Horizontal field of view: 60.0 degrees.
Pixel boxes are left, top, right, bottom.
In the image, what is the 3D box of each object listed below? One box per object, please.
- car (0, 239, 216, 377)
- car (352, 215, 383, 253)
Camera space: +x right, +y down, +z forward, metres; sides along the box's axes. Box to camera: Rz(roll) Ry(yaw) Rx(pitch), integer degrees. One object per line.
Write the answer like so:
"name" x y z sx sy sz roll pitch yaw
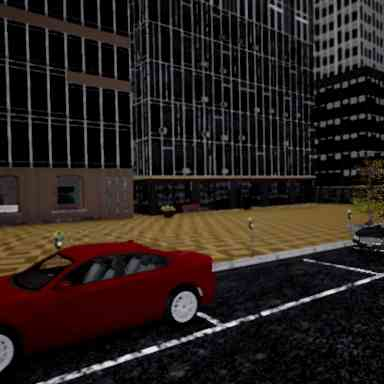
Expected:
"car" -1.663 1.530 5.391 4.507 1.381 1.887 -1 -1 -36
"car" 7.483 1.438 11.943 4.403 1.369 2.008 -1 -1 -36
